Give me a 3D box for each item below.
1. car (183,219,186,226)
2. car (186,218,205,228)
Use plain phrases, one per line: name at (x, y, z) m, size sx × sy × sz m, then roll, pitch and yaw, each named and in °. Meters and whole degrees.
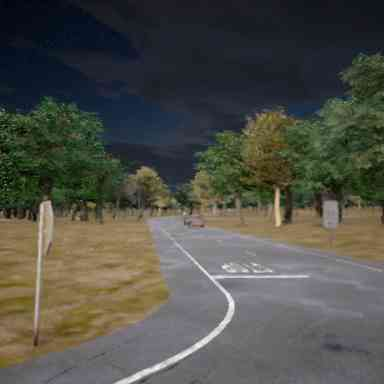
car at (-0.424, 5.023, 56.447) m, size 1.994 × 1.385 × 4.181 m, roll 2°, pitch -4°, yaw -8°
car at (0.675, 4.539, 48.827) m, size 1.994 × 1.385 × 4.181 m, roll 2°, pitch -4°, yaw -7°
